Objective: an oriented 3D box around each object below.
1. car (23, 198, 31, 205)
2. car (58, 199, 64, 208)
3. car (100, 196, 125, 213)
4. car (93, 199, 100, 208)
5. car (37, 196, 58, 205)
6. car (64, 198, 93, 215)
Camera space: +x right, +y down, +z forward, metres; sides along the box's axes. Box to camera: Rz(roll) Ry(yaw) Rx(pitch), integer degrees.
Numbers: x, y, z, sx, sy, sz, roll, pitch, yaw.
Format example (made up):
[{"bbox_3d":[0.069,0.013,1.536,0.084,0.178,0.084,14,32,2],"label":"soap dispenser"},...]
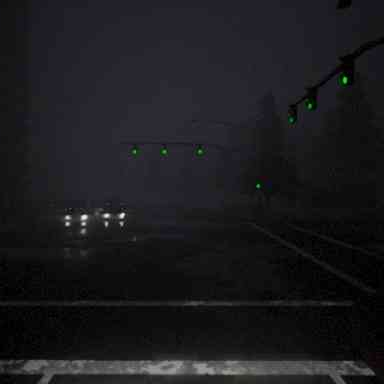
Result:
[{"bbox_3d":[-30.360,1.589,58.523,4.181,1.385,1.994,0,0,28],"label":"car"},{"bbox_3d":[-16.872,1.583,46.541,1.994,1.385,4.181,0,0,-35],"label":"car"},{"bbox_3d":[-8.755,1.369,37.024,2.097,1.767,4.553,0,0,-17],"label":"car"},{"bbox_3d":[-13.712,1.622,48.200,1.895,1.301,4.718,0,0,-34],"label":"car"},{"bbox_3d":[-25.870,1.504,60.051,5.008,1.535,1.882,0,0,33],"label":"car"},{"bbox_3d":[-11.752,1.518,34.633,1.837,1.490,4.892,0,0,-12],"label":"car"}]
